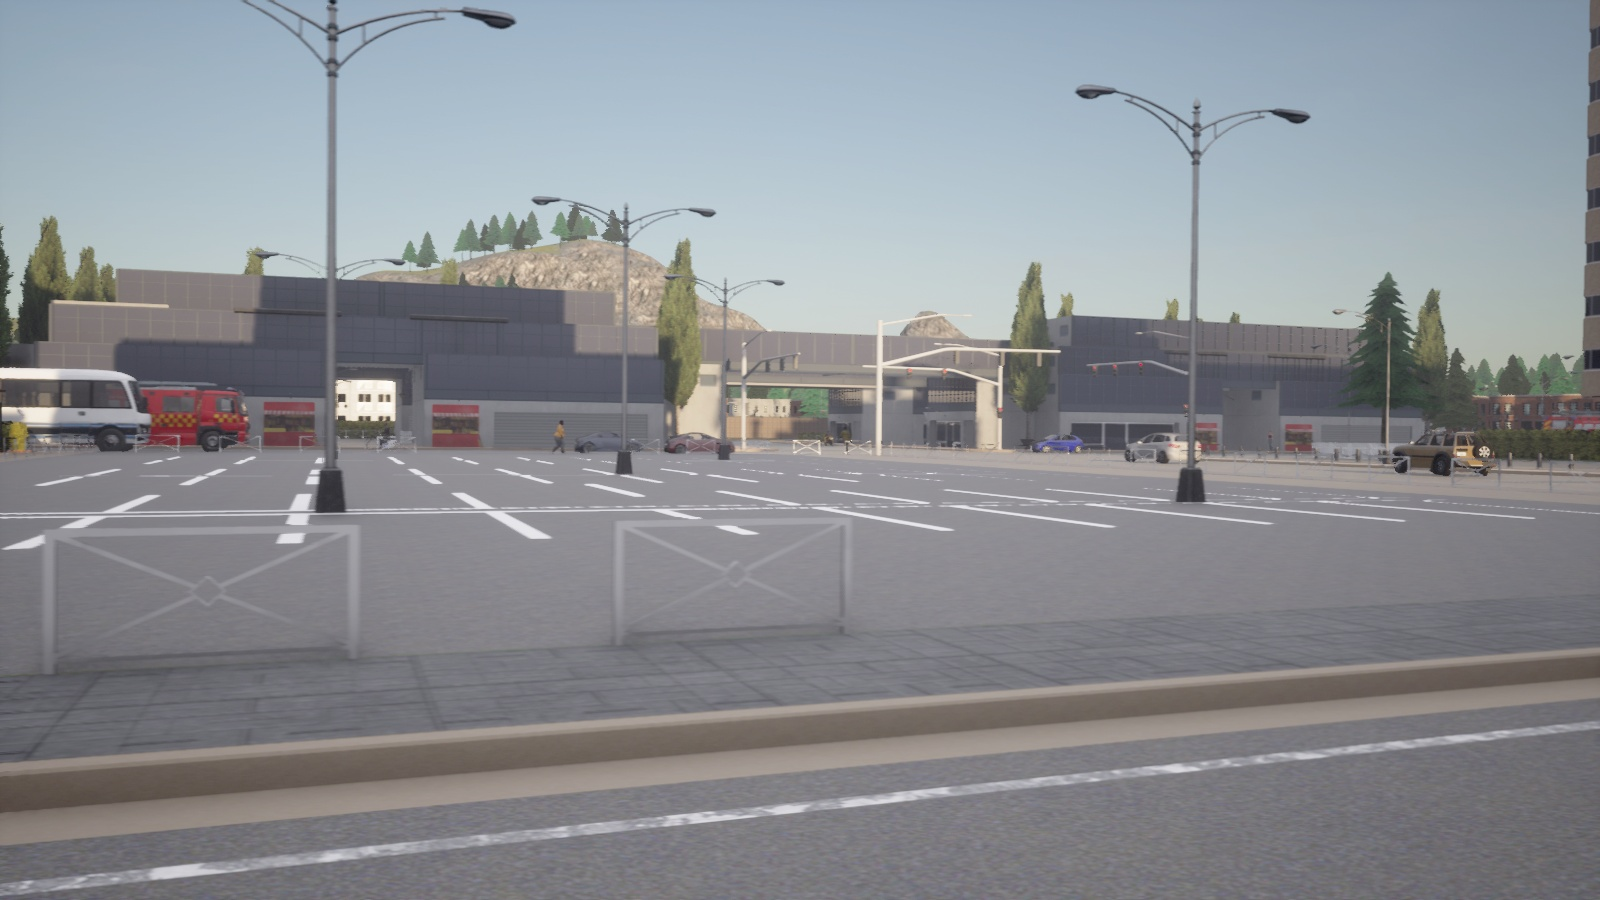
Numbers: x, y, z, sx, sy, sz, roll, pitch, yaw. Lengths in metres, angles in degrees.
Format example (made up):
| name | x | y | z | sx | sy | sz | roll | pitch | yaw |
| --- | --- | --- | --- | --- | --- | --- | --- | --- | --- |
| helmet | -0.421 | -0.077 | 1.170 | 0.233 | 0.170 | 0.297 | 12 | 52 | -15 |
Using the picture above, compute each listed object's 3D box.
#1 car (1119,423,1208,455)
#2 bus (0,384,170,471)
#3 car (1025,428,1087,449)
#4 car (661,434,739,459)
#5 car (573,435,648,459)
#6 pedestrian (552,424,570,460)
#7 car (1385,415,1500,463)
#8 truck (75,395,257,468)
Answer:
| name | x | y | z | sx | sy | sz | roll | pitch | yaw |
| --- | --- | --- | --- | --- | --- | --- | --- | --- | --- |
| car | 19.483 | -0.611 | 67.508 | 2.242 | 1.667 | 4.611 | -1 | 1 | -20 |
| bus | -37.799 | -1.145 | 63.328 | 10.273 | 4.253 | 3.944 | -1 | 1 | -19 |
| car | 19.409 | -0.892 | 95.206 | 4.193 | 1.474 | 1.816 | -1 | 1 | -17 |
| car | -5.913 | -0.228 | 74.313 | 4.181 | 1.385 | 1.994 | -1 | 1 | -20 |
| car | -11.469 | -0.197 | 76.078 | 4.181 | 1.385 | 1.994 | -1 | 1 | -19 |
| pedestrian | -12.686 | -0.435 | 66.652 | 0.900 | 1.855 | 0.874 | -1 | 1 | -8 |
| car | 26.401 | -0.457 | 51.757 | 1.932 | 1.855 | 4.605 | -1 | 1 | -8 |
| truck | -34.254 | -1.051 | 68.246 | 8.468 | 3.827 | 2.891 | -1 | 1 | -19 |
